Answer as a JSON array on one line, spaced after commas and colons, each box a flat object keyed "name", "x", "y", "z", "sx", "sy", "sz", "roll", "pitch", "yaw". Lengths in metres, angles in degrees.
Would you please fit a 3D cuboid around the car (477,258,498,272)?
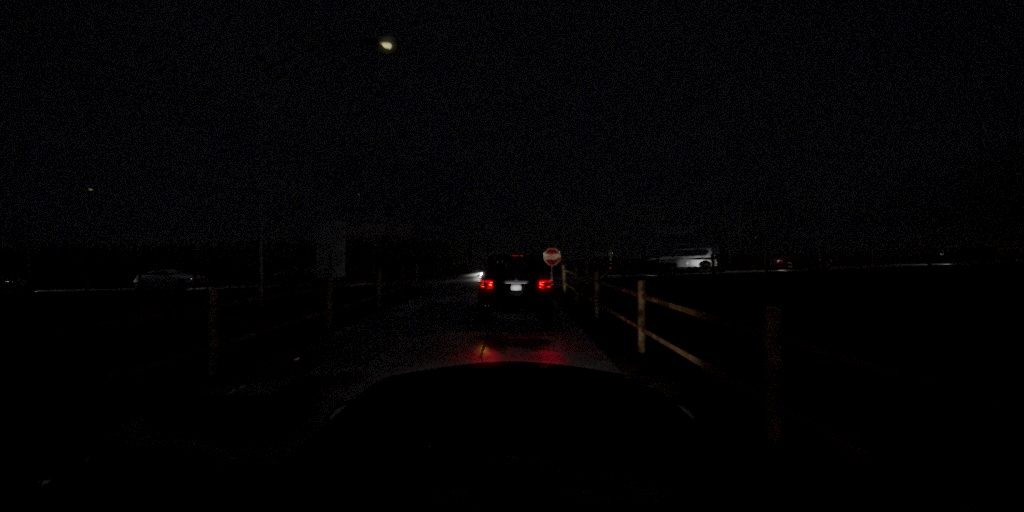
[{"name": "car", "x": -2.839, "y": 1.071, "z": 42.411, "sx": 2.128, "sy": 1.511, "sz": 4.902, "roll": 0, "pitch": 0, "yaw": 0}]

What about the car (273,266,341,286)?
[{"name": "car", "x": -15.378, "y": 1.496, "z": 27.015, "sx": 4.674, "sy": 1.442, "sz": 1.812, "roll": -1, "pitch": -2, "yaw": 0}]

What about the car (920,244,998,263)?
[{"name": "car", "x": 37.208, "y": -0.231, "z": 29.976, "sx": 5.008, "sy": 1.535, "sz": 1.882, "roll": -2, "pitch": -2, "yaw": 0}]

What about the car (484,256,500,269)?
[{"name": "car", "x": -2.821, "y": 0.887, "z": 51.629, "sx": 2.097, "sy": 1.767, "sz": 4.553, "roll": 0, "pitch": 0, "yaw": 1}]

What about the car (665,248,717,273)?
[{"name": "car", "x": 14.050, "y": 0.407, "z": 29.989, "sx": 5.566, "sy": 2.045, "sz": 2.150, "roll": -2, "pitch": -2, "yaw": 0}]

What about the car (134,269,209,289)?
[{"name": "car", "x": -25.612, "y": 1.713, "z": 27.012, "sx": 4.674, "sy": 1.442, "sz": 1.812, "roll": -1, "pitch": -2, "yaw": 0}]

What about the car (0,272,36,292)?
[{"name": "car", "x": -39.098, "y": 1.942, "z": 27.025, "sx": 4.902, "sy": 1.511, "sz": 2.128, "roll": -1, "pitch": -2, "yaw": 0}]

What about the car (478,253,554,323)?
[{"name": "car", "x": 0.082, "y": 0.934, "z": 12.066, "sx": 2.150, "sy": 2.045, "sz": 5.566, "roll": 0, "pitch": 0, "yaw": -1}]

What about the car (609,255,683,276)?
[{"name": "car", "x": 9.971, "y": 0.845, "z": 27.236, "sx": 4.718, "sy": 1.301, "sz": 1.895, "roll": -2, "pitch": -2, "yaw": -1}]

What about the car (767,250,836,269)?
[{"name": "car", "x": 24.067, "y": 0.280, "z": 29.984, "sx": 5.008, "sy": 1.535, "sz": 1.882, "roll": -2, "pitch": -2, "yaw": 0}]
